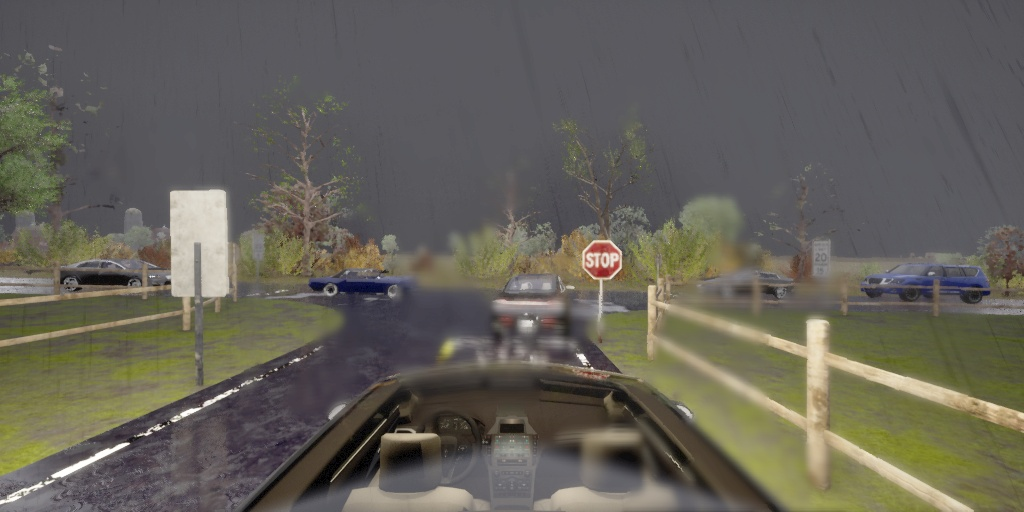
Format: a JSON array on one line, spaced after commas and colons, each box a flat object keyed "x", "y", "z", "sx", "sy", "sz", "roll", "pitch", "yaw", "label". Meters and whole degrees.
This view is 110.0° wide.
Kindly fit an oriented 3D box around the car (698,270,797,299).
[{"x": 13.004, "y": 1.525, "z": 19.965, "sx": 4.902, "sy": 1.511, "sz": 2.128, "roll": 1, "pitch": 1, "yaw": 0, "label": "car"}]

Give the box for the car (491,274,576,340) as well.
[{"x": 0.707, "y": 1.240, "z": 10.006, "sx": 2.128, "sy": 1.511, "sz": 4.902, "roll": 0, "pitch": 0, "yaw": 9, "label": "car"}]

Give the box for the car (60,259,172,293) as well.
[{"x": -18.490, "y": 0.885, "z": 17.054, "sx": 4.902, "sy": 1.511, "sz": 2.128, "roll": 1, "pitch": 1, "yaw": 0, "label": "car"}]

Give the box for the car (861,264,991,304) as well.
[{"x": 22.900, "y": 1.466, "z": 19.954, "sx": 5.566, "sy": 2.045, "sz": 2.150, "roll": 1, "pitch": 1, "yaw": 0, "label": "car"}]

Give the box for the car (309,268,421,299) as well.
[{"x": -6.822, "y": 1.248, "z": 17.037, "sx": 4.718, "sy": 1.301, "sz": 1.895, "roll": 1, "pitch": 1, "yaw": 0, "label": "car"}]
